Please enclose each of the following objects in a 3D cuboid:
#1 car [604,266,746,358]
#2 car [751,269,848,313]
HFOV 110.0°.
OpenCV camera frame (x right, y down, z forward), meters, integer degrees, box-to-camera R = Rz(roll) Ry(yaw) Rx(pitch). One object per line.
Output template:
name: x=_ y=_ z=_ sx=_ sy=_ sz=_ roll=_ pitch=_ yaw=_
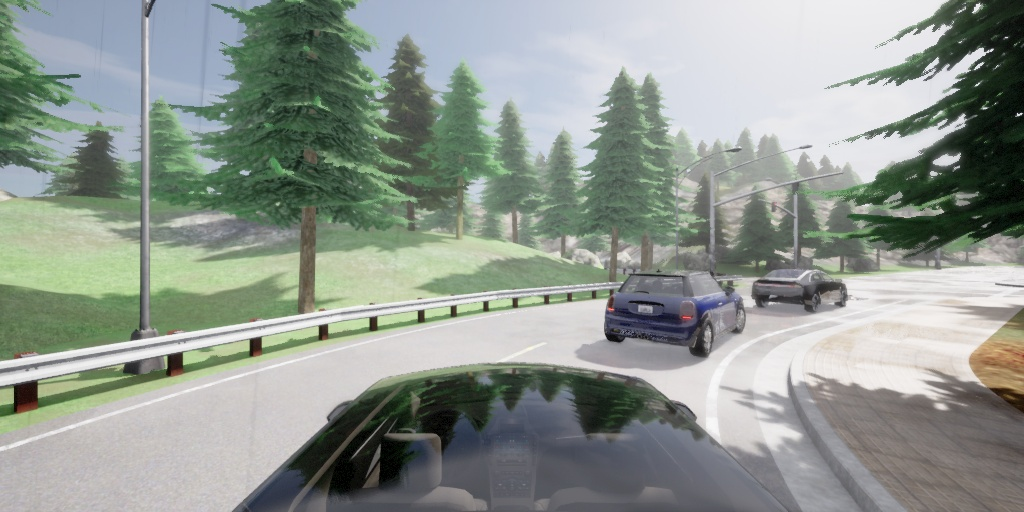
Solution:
car: x=4.176 y=1.109 z=8.893 sx=2.097 sy=1.767 sz=4.553 roll=0 pitch=0 yaw=43
car: x=11.363 y=1.256 z=14.096 sx=4.902 sy=1.511 sz=2.128 roll=0 pitch=0 yaw=-32
